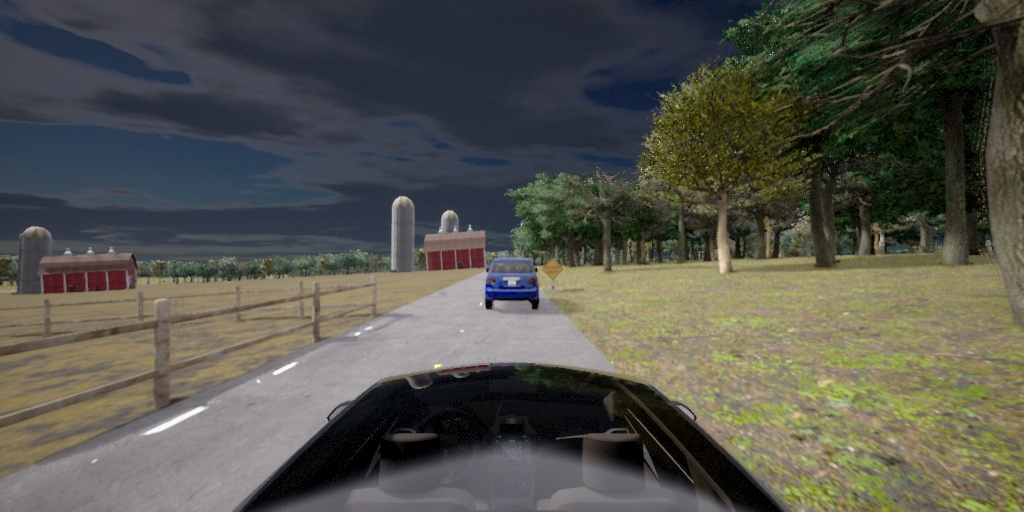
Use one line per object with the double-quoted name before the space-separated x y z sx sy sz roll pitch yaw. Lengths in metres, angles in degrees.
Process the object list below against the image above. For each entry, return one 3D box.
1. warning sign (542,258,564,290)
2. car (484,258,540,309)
"warning sign" 2.454 1.068 21.239 1.300 1.860 1.060 0 0 0
"car" 0.004 1.113 15.871 2.150 2.045 5.566 0 0 0
